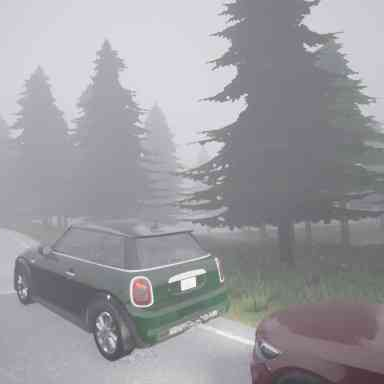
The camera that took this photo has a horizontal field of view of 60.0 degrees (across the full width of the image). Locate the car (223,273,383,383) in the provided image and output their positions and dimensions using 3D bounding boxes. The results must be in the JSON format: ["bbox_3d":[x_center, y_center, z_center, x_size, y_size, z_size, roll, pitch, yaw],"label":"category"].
[{"bbox_3d":[2.748,1.531,2.596,4.674,1.442,1.812,1,0,36],"label":"car"}]

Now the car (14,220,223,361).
[{"bbox_3d":[-1.578,1.308,6.221,4.553,1.767,2.097,1,1,44],"label":"car"}]
